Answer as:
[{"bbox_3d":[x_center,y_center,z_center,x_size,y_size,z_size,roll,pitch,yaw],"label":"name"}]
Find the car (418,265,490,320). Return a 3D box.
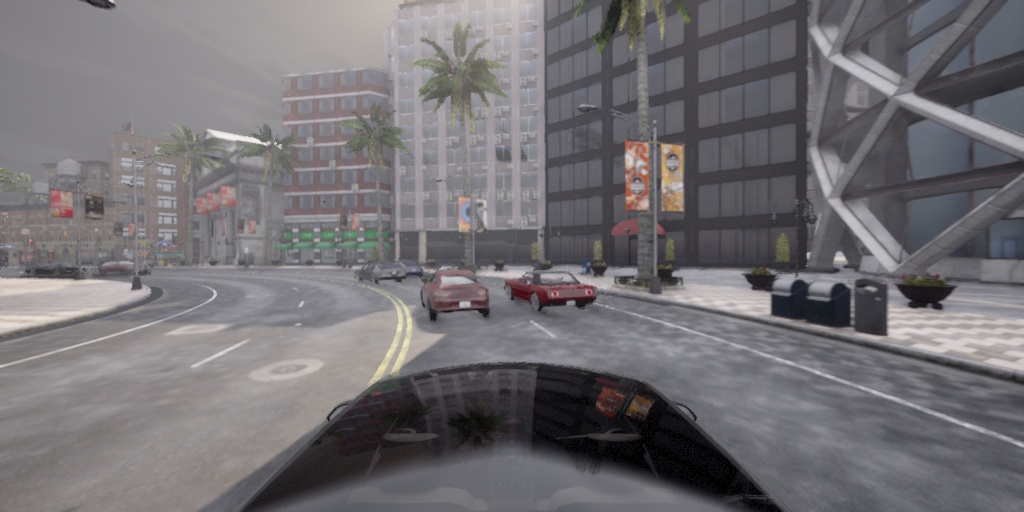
[{"bbox_3d":[-2.016,1.166,12.166,1.812,1.442,4.674,-1,1,-18],"label":"car"}]

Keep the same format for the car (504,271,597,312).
[{"bbox_3d":[1.185,1.198,13.556,1.895,1.301,4.718,-1,1,-19],"label":"car"}]

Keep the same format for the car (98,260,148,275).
[{"bbox_3d":[-40.321,1.172,37.177,4.674,1.442,1.812,0,1,11],"label":"car"}]

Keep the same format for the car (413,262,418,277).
[{"bbox_3d":[-9.099,1.050,29.558,1.994,1.385,4.181,-1,1,-45],"label":"car"}]

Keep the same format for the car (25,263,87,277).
[{"bbox_3d":[-43.320,1.307,34.184,4.718,1.301,1.895,0,1,10],"label":"car"}]

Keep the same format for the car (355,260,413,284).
[{"bbox_3d":[-9.047,1.095,24.483,2.033,1.411,5.357,-1,1,-41],"label":"car"}]
